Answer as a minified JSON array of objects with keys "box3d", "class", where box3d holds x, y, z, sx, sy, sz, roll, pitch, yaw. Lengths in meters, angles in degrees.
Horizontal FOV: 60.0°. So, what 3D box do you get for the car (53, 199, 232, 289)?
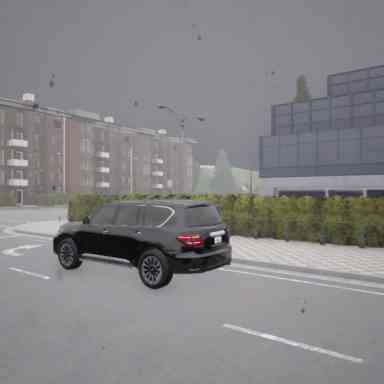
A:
[{"box3d":[-1.573,1.221,9.401,5.566,2.045,2.150,0,0,35],"class":"car"}]
